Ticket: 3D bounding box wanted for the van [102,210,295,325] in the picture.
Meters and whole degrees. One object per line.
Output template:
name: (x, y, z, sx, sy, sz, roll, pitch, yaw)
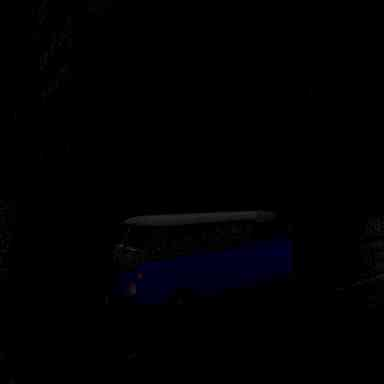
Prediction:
van: (0.316, 1.306, 6.765, 3.998, 1.788, 1.690, -1, 0, -35)
